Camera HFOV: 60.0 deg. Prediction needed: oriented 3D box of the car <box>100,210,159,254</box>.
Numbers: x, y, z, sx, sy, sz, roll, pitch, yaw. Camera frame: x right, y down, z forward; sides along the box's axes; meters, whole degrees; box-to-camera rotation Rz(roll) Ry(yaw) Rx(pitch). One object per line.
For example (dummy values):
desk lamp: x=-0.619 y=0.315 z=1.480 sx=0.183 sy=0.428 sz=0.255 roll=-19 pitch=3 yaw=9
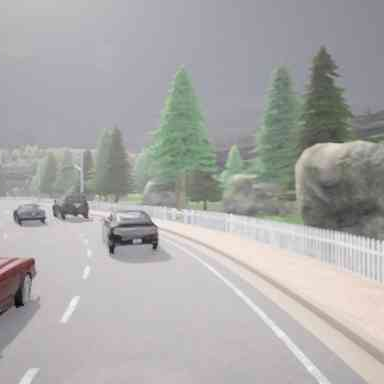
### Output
car: x=-2.663 y=1.489 z=13.758 sx=2.128 sy=1.511 sz=4.902 roll=0 pitch=0 yaw=-19

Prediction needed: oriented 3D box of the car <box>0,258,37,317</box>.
car: x=-3.979 y=1.623 z=4.960 sx=1.895 sy=1.301 sz=4.718 roll=0 pitch=0 yaw=-7

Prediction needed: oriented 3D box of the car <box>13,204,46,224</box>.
car: x=-12.385 y=1.603 z=25.316 sx=2.033 sy=1.411 sz=5.357 roll=0 pitch=0 yaw=-32

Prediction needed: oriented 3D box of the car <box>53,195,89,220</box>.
car: x=-10.646 y=1.258 z=29.078 sx=2.150 sy=2.045 sz=5.566 roll=0 pitch=0 yaw=-32
